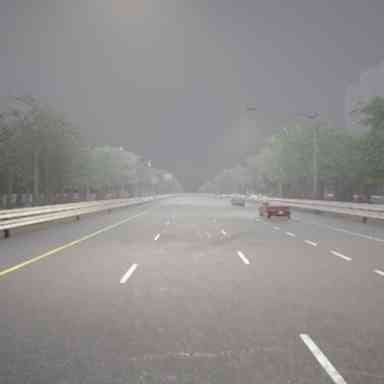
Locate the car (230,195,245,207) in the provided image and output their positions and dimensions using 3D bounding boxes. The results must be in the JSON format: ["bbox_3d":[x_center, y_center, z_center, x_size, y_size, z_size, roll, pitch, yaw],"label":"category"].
[{"bbox_3d":[7.113,1.549,52.176,2.033,1.411,5.357,0,0,0],"label":"car"}]

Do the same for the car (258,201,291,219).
[{"bbox_3d":[7.045,1.479,28.754,1.882,1.535,5.008,0,0,0],"label":"car"}]
